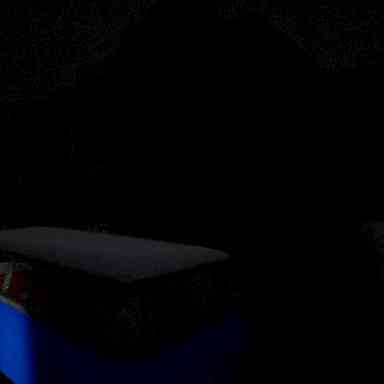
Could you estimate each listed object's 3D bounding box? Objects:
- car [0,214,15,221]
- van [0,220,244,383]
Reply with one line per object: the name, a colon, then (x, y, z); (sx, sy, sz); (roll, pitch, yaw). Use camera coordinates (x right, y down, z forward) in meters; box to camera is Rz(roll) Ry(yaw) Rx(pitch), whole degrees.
car: (-5.459, 1.350, 7.418); (5.009, 1.841, 2.192); (0, 0, 40)
van: (-1.336, 1.389, 3.922); (3.998, 1.788, 1.690); (0, 0, 40)
